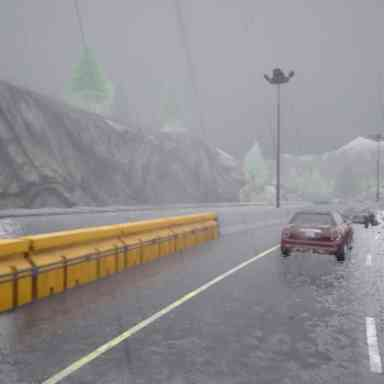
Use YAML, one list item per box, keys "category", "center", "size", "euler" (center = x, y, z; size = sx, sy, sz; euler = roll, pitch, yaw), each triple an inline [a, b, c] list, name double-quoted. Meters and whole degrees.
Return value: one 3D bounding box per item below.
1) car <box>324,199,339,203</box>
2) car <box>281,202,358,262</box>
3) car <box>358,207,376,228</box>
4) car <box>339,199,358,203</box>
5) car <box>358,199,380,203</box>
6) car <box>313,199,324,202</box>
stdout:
- category: "car"
  center: [29.800, 2.151, 68.363]
  size: [4.674, 1.442, 1.812]
  euler: [1, 0, -40]
- category: "car"
  center: [5.025, 1.463, 12.984]
  size: [2.097, 1.767, 4.553]
  euler: [0, 0, 30]
- category: "car"
  center: [12.219, 1.786, 24.474]
  size: [2.033, 1.411, 5.357]
  euler: [0, 0, 35]
- category: "car"
  center: [31.767, 2.171, 65.462]
  size: [5.357, 1.411, 2.033]
  euler: [1, 0, -40]
- category: "car"
  center: [33.741, 2.114, 62.552]
  size: [5.008, 1.535, 1.882]
  euler: [1, 0, -40]
- category: "car"
  center: [27.802, 2.217, 71.255]
  size: [4.718, 1.301, 1.895]
  euler: [1, 0, -40]
